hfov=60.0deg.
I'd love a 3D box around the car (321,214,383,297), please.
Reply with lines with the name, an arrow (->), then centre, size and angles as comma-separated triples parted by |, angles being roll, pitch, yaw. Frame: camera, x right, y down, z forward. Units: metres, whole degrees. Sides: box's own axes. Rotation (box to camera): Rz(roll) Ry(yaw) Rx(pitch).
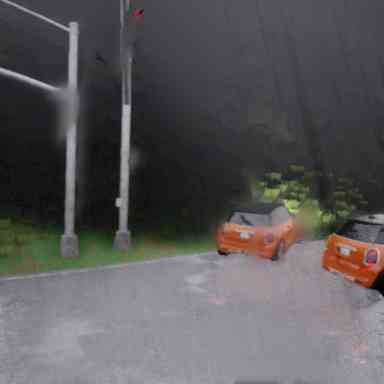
car -> 5.645, 1.296, 8.197 | 4.553, 1.767, 2.097 | -3, 3, -12

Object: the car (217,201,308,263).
car -> 2.719, 1.153, 12.280 | 2.097, 1.767, 4.553 | 6, 9, 29
